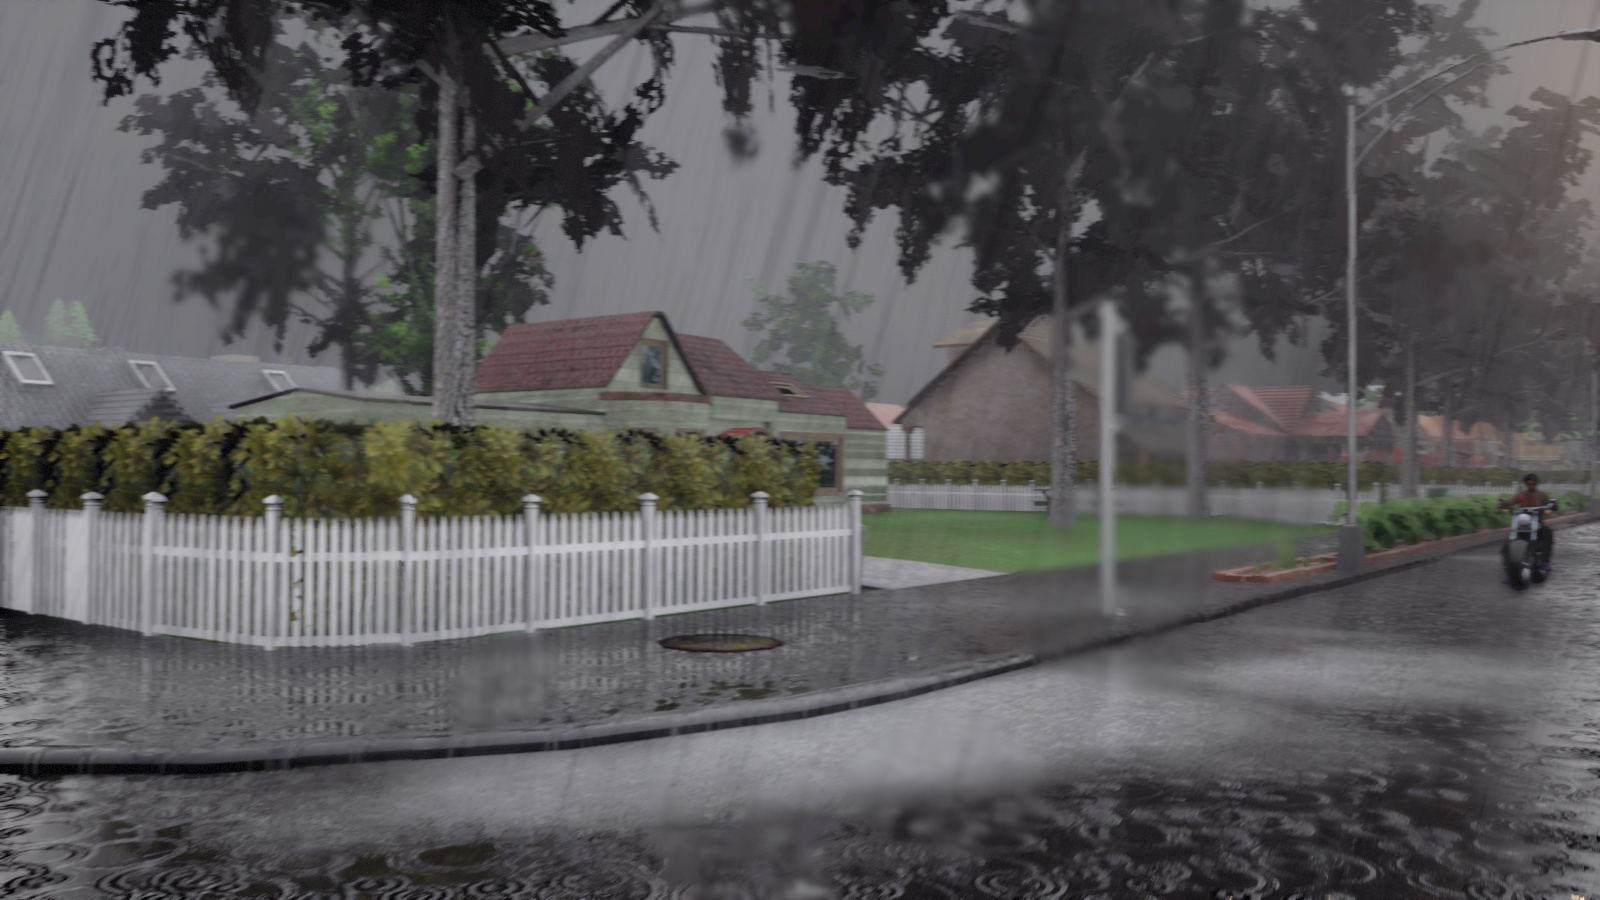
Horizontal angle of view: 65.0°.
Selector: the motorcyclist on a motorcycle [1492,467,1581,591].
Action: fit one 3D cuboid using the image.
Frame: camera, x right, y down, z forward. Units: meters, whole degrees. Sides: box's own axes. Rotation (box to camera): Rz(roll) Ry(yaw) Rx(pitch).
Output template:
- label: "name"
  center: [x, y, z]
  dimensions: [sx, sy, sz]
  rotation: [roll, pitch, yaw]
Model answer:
- label: "motorcyclist on a motorcycle"
  center: [10.477, 1.063, 17.822]
  dimensions: [0.766, 1.649, 2.350]
  rotation: [-1, -1, 38]
